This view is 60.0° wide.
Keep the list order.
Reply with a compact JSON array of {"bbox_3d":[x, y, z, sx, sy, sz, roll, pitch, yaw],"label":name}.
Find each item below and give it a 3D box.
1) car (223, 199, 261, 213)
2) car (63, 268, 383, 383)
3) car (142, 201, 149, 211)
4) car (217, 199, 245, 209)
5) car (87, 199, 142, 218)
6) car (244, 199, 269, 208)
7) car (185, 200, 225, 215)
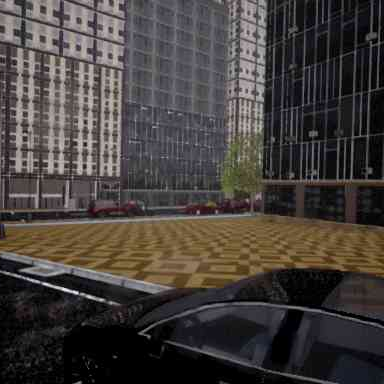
[{"bbox_3d":[5.998,1.779,43.151,5.009,1.841,2.192,1,1,-34],"label":"car"},{"bbox_3d":[0.827,1.503,3.090,4.792,1.488,2.163,0,0,35],"label":"car"},{"bbox_3d":[-7.811,1.715,43.241,4.403,1.369,2.008,1,1,-34],"label":"car"},{"bbox_3d":[6.214,1.868,52.859,4.313,1.339,1.947,1,1,-34],"label":"car"},{"bbox_3d":[-8.027,1.641,33.533,5.009,1.841,2.192,1,1,-34],"label":"car"},{"bbox_3d":[10.889,1.931,56.066,4.206,1.307,1.802,1,1,-34],"label":"car"},{"bbox_3d":[1.318,1.962,39.949,4.507,1.381,1.887,1,1,-34],"label":"car"}]
